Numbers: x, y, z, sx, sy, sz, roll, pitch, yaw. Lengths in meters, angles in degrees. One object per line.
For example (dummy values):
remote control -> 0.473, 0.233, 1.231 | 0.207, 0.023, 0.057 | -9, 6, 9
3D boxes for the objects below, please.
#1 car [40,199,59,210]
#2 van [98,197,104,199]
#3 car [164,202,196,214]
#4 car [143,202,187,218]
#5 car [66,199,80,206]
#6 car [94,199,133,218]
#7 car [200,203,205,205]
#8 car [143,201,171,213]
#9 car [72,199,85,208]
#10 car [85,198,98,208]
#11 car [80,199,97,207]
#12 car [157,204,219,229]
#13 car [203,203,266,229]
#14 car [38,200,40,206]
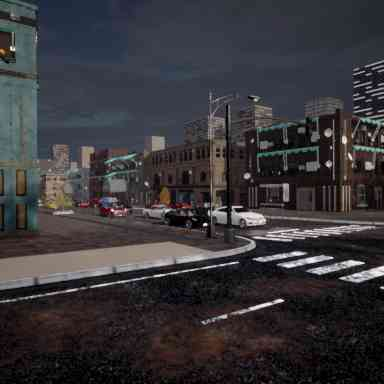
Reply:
car -> -24.362, 2.232, 57.574 | 1.752, 1.417, 4.829 | -1, 0, -36
van -> -14.430, 1.906, 58.085 | 1.690, 1.788, 3.998 | -1, 0, -36
car -> -1.548, 1.903, 40.075 | 1.802, 1.307, 4.206 | -2, 0, -36
car -> -2.861, 1.914, 31.972 | 1.895, 1.301, 4.718 | -1, 0, -36
car -> -27.302, 2.363, 76.096 | 1.947, 1.339, 4.313 | -1, 0, -36
car -> -8.367, 1.846, 35.199 | 1.967, 1.590, 4.097 | -1, 0, -36
car -> 1.671, 1.809, 35.572 | 2.008, 1.369, 4.403 | -2, 0, -36
car -> -4.766, 1.966, 44.577 | 1.802, 1.307, 4.206 | -2, 0, -36
car -> -20.586, 2.229, 62.263 | 1.994, 1.385, 4.181 | -1, 0, -36
car -> -17.650, 1.939, 62.588 | 2.192, 1.841, 5.009 | -1, 0, -36
car -> -20.864, 2.227, 67.091 | 1.887, 1.381, 4.507 | -1, 0, -36
car -> -0.392, 1.814, 23.840 | 1.947, 1.339, 4.313 | -2, 0, -36
car -> 3.099, 1.722, 23.686 | 1.812, 1.442, 4.674 | -1, 0, -37
car -> -30.899, 2.375, 66.719 | 2.008, 1.369, 4.403 | -1, 0, -36
